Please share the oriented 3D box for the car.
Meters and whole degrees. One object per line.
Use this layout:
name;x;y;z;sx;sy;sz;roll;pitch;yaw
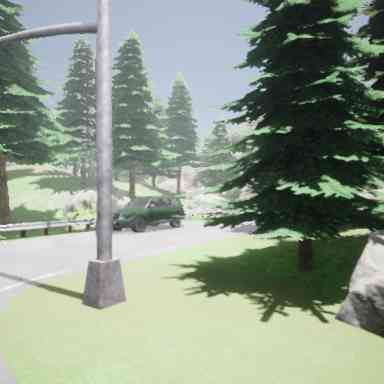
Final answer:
car;-2.704;1.268;20.376;2.150;2.045;5.566;0;1;35
